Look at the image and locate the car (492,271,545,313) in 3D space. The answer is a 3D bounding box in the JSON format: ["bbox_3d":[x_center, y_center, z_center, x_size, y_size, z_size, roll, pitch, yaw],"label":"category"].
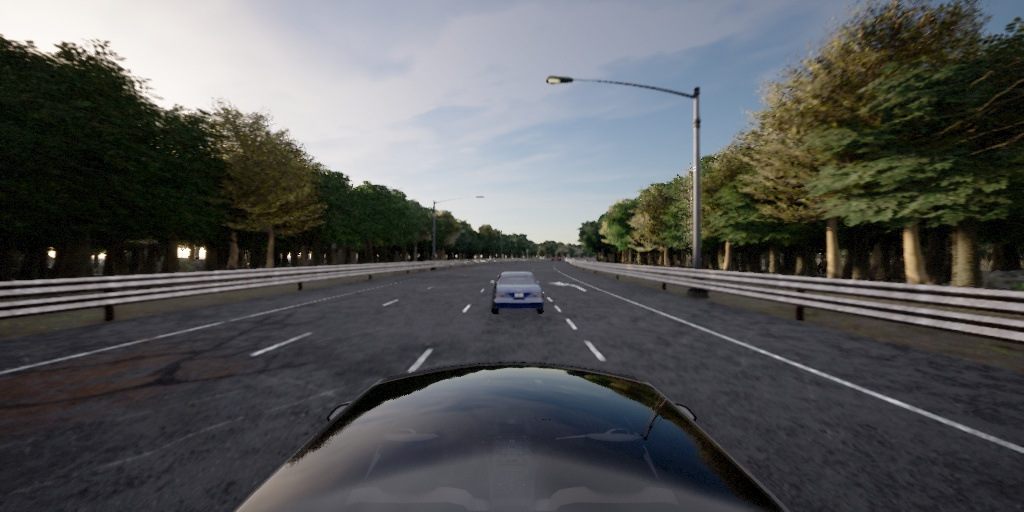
[{"bbox_3d":[0.182,1.312,14.102,2.033,1.411,5.357,0,0,-1],"label":"car"}]
